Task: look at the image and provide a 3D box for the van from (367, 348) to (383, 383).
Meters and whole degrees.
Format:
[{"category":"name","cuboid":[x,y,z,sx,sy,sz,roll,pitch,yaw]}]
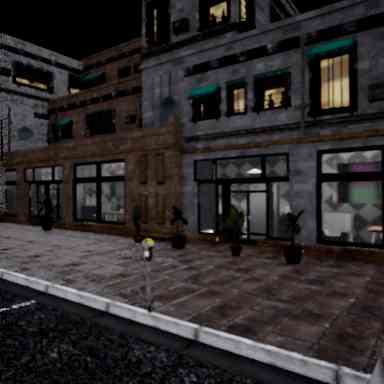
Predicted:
[{"category":"van","cuboid":[2.681,1.350,0.978,3.998,1.788,1.690,0,0,35]}]
